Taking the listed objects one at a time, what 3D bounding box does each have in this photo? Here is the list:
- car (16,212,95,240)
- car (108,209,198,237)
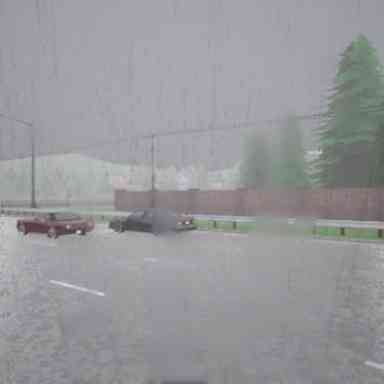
[{"bbox_3d":[-7.464,1.722,17.911,4.718,1.301,1.895,-1,0,36],"label":"car"},{"bbox_3d":[-2.275,1.640,18.508,5.357,1.411,2.033,0,0,36],"label":"car"}]
